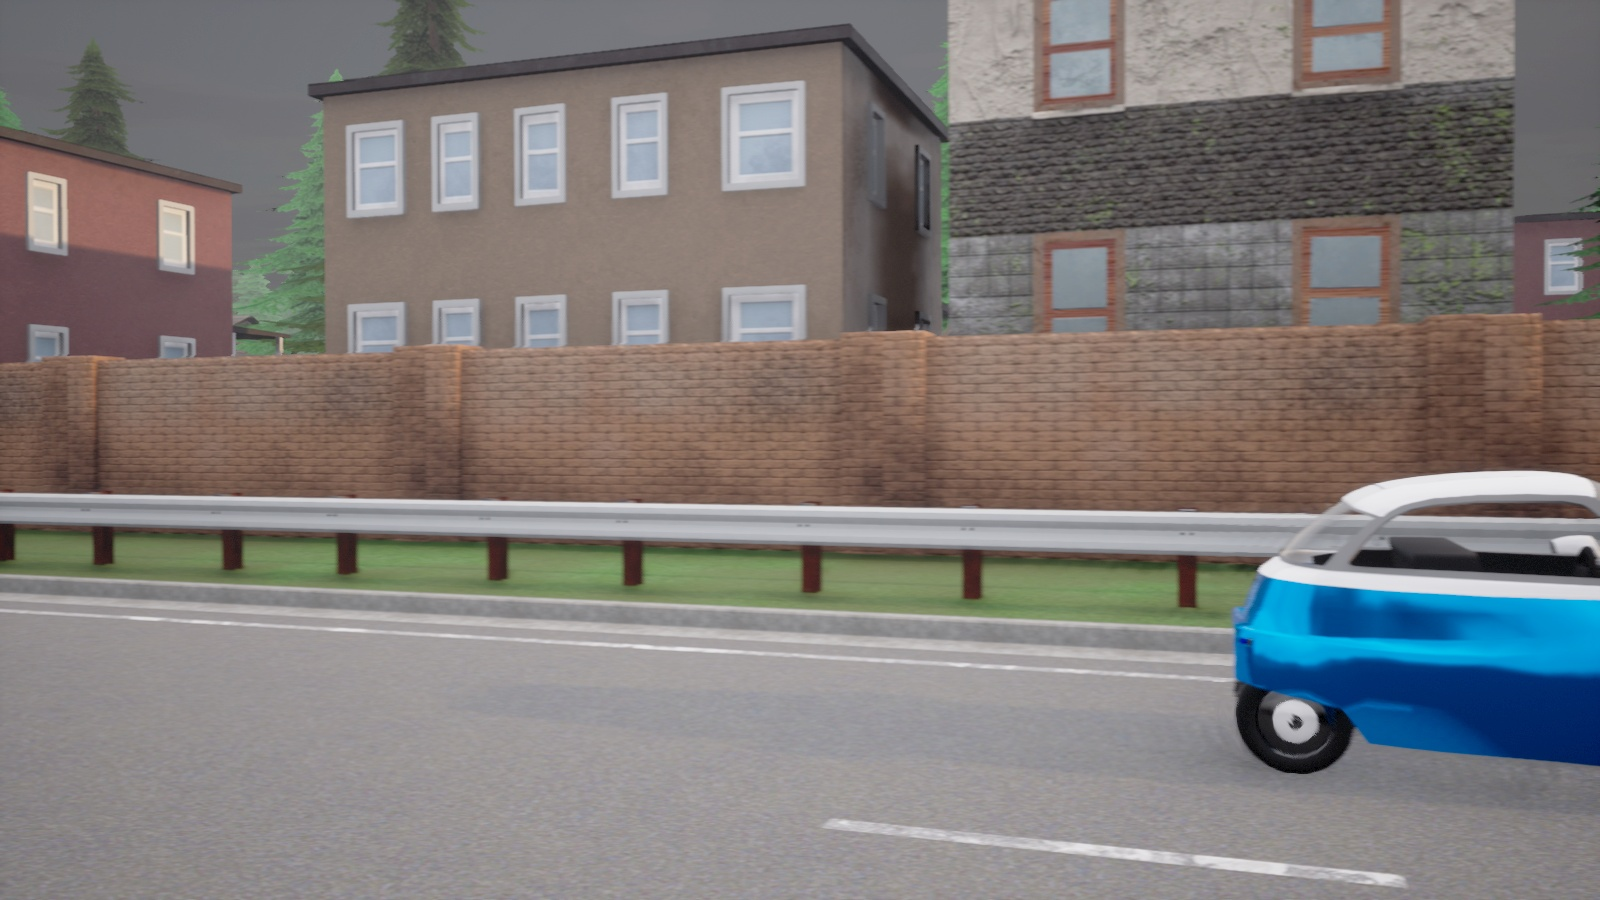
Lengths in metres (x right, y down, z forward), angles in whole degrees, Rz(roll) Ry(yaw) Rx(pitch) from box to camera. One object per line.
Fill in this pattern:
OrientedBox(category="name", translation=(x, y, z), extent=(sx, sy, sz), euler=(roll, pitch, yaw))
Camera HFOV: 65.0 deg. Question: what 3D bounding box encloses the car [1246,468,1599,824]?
OrientedBox(category="car", translation=(3.245, 0.801, 5.795), extent=(2.207, 1.376, 1.481), euler=(0, 1, 19))
